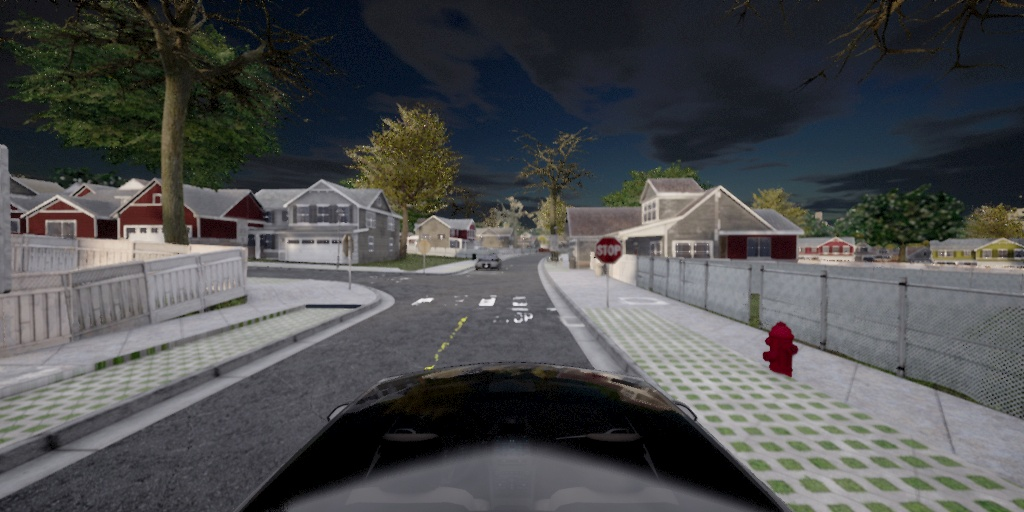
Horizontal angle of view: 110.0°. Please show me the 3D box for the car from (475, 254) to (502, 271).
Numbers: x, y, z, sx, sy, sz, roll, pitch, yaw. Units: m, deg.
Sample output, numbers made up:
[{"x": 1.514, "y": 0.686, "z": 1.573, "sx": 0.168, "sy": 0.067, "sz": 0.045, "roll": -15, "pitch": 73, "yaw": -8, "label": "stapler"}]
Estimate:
[{"x": -1.918, "y": 0.546, "z": 30.451, "sx": 1.994, "sy": 1.385, "sz": 4.181, "roll": 0, "pitch": 2, "yaw": 3, "label": "car"}]
